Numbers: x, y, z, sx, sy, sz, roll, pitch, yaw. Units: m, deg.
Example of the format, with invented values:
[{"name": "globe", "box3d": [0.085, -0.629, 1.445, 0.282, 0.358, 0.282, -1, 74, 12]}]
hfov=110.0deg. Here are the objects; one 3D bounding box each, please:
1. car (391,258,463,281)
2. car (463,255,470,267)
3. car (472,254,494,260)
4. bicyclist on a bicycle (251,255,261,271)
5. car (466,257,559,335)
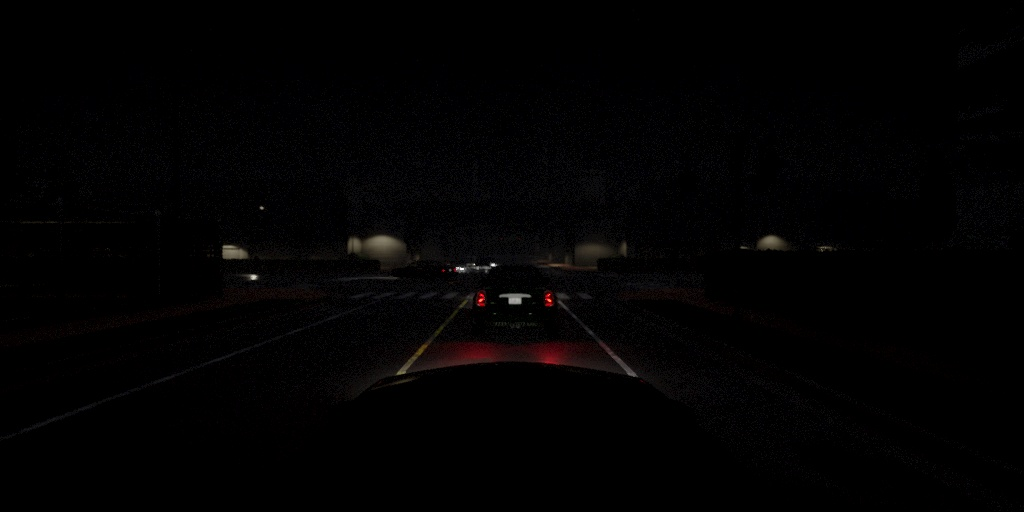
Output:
[{"name": "car", "box3d": [-6.662, 1.072, 27.082, 5.357, 1.411, 2.033, 0, 0, 29]}, {"name": "car", "box3d": [-7.749, 0.882, 52.700, 1.895, 1.301, 4.718, 0, 1, 0]}, {"name": "car", "box3d": [-4.250, 0.827, 52.915, 2.033, 1.411, 5.357, 0, 1, 0]}, {"name": "bicyclist on a bicycle", "box3d": [-26.047, 0.735, 36.601, 0.582, 1.620, 1.656, 0, 1, 0]}, {"name": "car", "box3d": [0.067, 1.022, 10.361, 2.097, 1.767, 4.553, 0, 1, 0]}]
